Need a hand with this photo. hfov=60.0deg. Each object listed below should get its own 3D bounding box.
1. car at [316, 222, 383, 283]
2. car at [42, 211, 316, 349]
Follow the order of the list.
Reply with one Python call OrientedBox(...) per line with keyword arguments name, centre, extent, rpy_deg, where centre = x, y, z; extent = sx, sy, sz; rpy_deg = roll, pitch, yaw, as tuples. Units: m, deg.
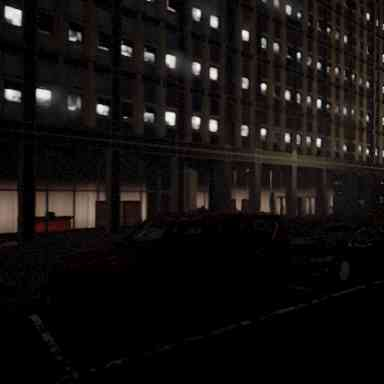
OrientedBox(name="car", centre=(4.399, 1.598, 9.694), extent=(4.403, 1.369, 2.008), rpy_deg=(0, 0, -35))
OrientedBox(name="car", centre=(-0.107, 1.333, 6.478), extent=(5.009, 1.841, 2.192), rpy_deg=(0, 0, -35))
